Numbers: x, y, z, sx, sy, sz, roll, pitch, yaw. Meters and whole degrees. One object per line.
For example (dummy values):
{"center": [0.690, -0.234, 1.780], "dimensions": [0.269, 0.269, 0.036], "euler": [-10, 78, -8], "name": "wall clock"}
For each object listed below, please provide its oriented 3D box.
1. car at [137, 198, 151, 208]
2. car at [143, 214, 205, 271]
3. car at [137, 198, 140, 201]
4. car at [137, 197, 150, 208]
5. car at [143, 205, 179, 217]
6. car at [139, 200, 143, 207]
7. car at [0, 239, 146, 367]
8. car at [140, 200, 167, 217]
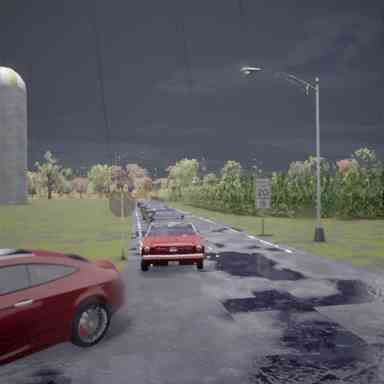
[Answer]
{"center": [-4.508, 1.710, 35.733], "dimensions": [2.033, 1.411, 5.357], "euler": [-1, 0, -10], "name": "car"}
{"center": [-0.689, 1.664, 11.363], "dimensions": [1.895, 1.301, 4.718], "euler": [-1, 0, -5], "name": "car"}
{"center": [-5.669, 1.683, 42.084], "dimensions": [2.128, 1.511, 4.902], "euler": [-1, 0, -10], "name": "car"}
{"center": [-7.902, 1.723, 54.046], "dimensions": [1.882, 1.535, 5.008], "euler": [-1, 1, -10], "name": "car"}
{"center": [-1.387, 1.649, 17.813], "dimensions": [1.994, 1.385, 4.181], "euler": [-1, 0, -10], "name": "car"}
{"center": [-3.464, 1.701, 29.869], "dimensions": [1.994, 1.385, 4.181], "euler": [-1, 0, -10], "name": "car"}
{"center": [-2.939, 1.547, 4.380], "dimensions": [1.812, 1.442, 4.674], "euler": [0, -1, 35], "name": "car"}
{"center": [-2.344, 1.601, 23.448], "dimensions": [2.128, 1.511, 4.902], "euler": [-1, 0, -10], "name": "car"}
